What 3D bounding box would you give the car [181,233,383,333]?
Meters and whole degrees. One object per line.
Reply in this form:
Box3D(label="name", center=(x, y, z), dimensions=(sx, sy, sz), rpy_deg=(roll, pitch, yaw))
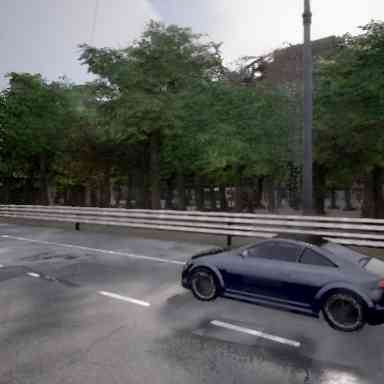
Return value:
Box3D(label="car", center=(1.815, 1.569, 6.874), dimensions=(4.181, 1.385, 1.994), rpy_deg=(0, 0, 36))
